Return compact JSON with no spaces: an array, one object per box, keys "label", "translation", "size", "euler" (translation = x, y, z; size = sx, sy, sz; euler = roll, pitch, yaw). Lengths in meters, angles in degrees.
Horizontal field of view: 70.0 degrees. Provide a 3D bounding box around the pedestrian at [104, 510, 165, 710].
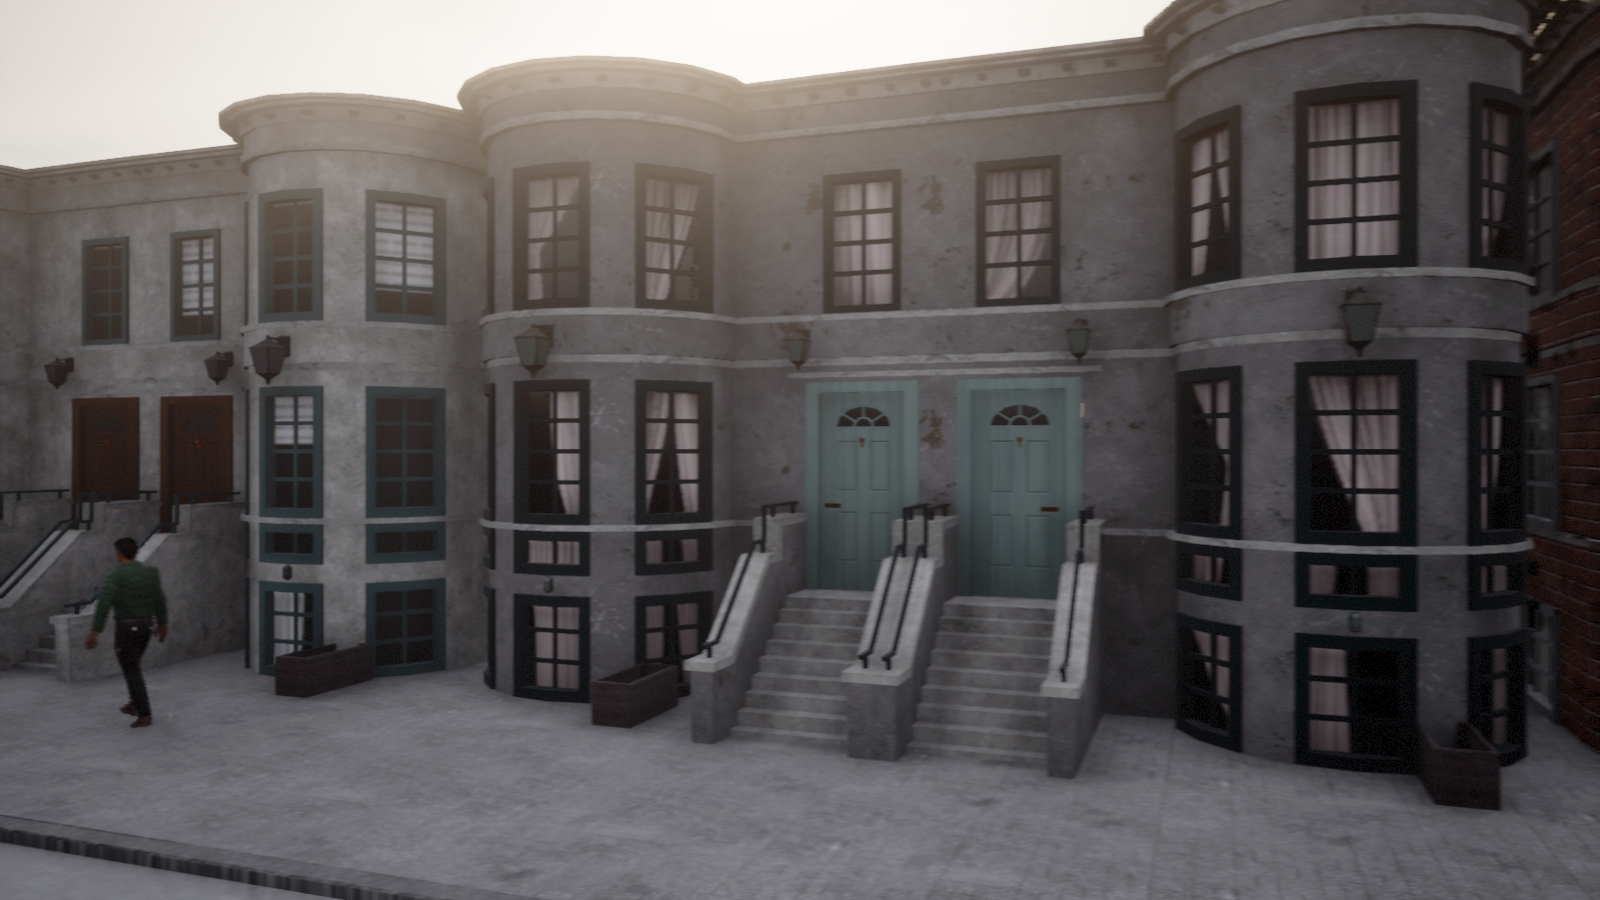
[{"label":"pedestrian","translation":[-6.422,1.526,11.030],"size":[0.375,1.860,0.375],"euler":[0,0,32]}]
